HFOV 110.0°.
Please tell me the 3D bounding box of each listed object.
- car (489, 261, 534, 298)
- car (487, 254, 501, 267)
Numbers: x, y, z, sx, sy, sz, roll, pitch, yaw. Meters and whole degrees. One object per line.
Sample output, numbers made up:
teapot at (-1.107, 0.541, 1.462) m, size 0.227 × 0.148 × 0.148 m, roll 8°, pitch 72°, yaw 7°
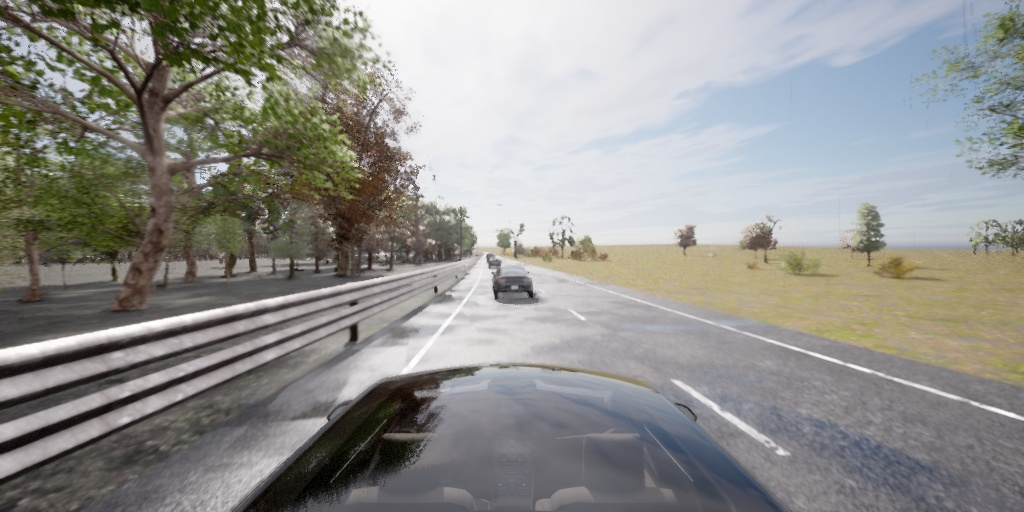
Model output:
car at (-0.042, 1.170, 17.622) m, size 1.812 × 1.442 × 4.674 m, roll 0°, pitch 0°, yaw -4°
car at (-2.413, 0.899, 50.813) m, size 2.128 × 1.511 × 4.902 m, roll 0°, pitch 0°, yaw -4°
